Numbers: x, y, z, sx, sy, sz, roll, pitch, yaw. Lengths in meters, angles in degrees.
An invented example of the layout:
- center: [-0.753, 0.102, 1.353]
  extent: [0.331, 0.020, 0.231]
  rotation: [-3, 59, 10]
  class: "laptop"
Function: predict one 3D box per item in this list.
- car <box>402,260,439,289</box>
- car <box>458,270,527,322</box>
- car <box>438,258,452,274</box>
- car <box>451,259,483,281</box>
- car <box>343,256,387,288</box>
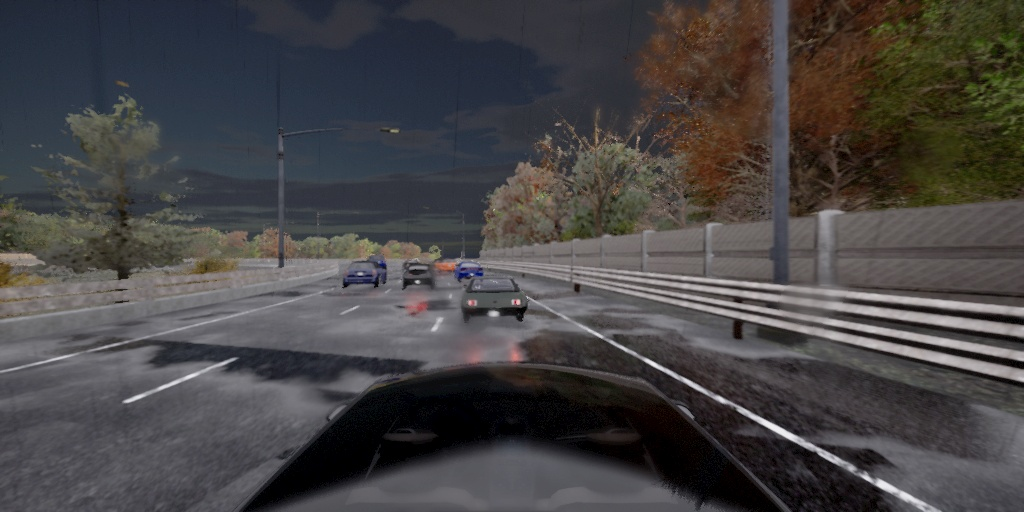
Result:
- center: [-5.796, 1.224, 22.788]
  extent: [1.837, 1.490, 4.892]
  rotation: [0, 0, -10]
  class: "car"
- center: [-0.704, 1.328, 12.228]
  extent: [1.895, 1.301, 4.718]
  rotation: [0, 0, -6]
  class: "car"
- center: [-7.491, 1.033, 41.172]
  extent: [2.097, 1.767, 4.553]
  rotation: [0, 0, -19]
  class: "car"
- center: [-3.483, 1.176, 28.455]
  extent: [1.882, 1.535, 5.008]
  rotation: [0, 0, -13]
  class: "car"
- center: [-9.583, 1.082, 23.698]
  extent: [2.097, 1.767, 4.553]
  rotation: [0, 0, -12]
  class: "car"
